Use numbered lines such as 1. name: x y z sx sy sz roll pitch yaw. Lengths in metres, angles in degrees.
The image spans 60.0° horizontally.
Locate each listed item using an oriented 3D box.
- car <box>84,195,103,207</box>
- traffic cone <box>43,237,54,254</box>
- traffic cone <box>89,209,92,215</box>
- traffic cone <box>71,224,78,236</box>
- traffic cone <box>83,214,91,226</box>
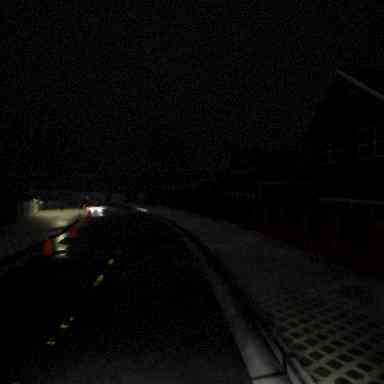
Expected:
1. car: -13.784 1.220 46.299 2.128 1.511 4.902 -1 1 -27
2. traffic cone: -5.261 1.953 12.147 0.340 0.580 0.340 0 0 -7
3. traffic cone: -8.158 1.873 26.497 0.340 0.580 0.340 0 1 -15
4. traffic cone: -6.002 1.934 16.975 0.340 0.580 0.340 0 0 -10
5. traffic cone: -6.969 1.907 21.761 0.340 0.580 0.340 0 0 -13
